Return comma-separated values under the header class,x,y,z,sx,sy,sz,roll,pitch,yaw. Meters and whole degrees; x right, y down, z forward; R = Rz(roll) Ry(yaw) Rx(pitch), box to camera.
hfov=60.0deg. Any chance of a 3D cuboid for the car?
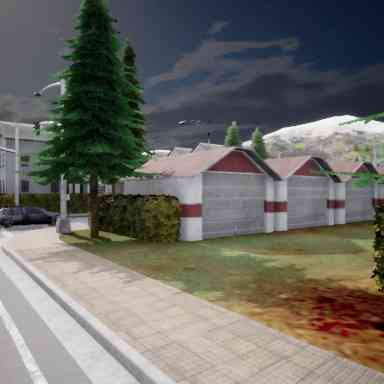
class,x,y,z,sx,sy,sz,roll,pitch,yaw
car,-10.646,1.561,21.263,5.357,1.411,2.033,0,0,-37
